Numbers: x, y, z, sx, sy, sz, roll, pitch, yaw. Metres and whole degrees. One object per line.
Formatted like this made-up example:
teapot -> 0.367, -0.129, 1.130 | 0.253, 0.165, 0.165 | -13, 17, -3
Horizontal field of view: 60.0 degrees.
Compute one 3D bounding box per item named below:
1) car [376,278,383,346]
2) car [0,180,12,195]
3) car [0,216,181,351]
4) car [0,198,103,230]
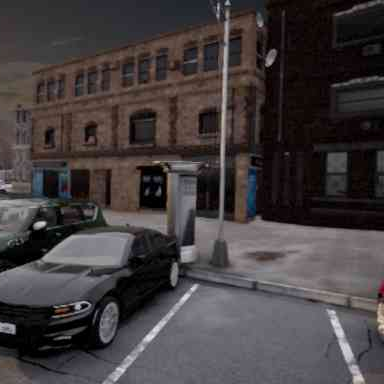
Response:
car -> 3.263, 1.485, 3.091 | 2.097, 1.535, 5.008 | 0, -1, 15
car -> -26.334, -0.587, 44.872 | 5.566, 2.045, 2.435 | 1, 6, 7
car -> -1.667, 1.457, 6.576 | 2.097, 1.535, 5.008 | 1, 0, 14
car -> -4.158, 1.191, 8.261 | 2.435, 2.045, 5.566 | 1, 0, 14
